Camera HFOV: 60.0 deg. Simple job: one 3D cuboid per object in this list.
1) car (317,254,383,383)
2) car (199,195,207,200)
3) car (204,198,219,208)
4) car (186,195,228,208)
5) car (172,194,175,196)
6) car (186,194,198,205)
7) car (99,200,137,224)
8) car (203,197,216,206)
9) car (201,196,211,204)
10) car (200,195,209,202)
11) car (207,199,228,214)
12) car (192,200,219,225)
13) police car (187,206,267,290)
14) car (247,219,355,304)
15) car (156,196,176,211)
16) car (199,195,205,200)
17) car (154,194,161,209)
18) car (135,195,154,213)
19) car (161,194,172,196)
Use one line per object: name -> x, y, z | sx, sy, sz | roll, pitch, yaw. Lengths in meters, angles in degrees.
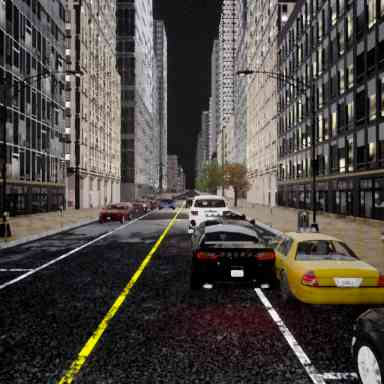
car -> 2.697, 1.551, 2.222 | 2.008, 1.369, 4.403 | 0, 0, 0
car -> 2.773, 1.410, 87.346 | 1.887, 1.381, 4.507 | 1, 0, 0
car -> 2.737, 1.542, 47.622 | 1.802, 1.307, 4.206 | 1, 0, 0
car -> 0.916, 1.218, 19.166 | 2.150, 2.045, 5.566 | 0, 0, 0
car -> -5.617, 1.338, 76.021 | 1.967, 1.590, 4.097 | 1, 0, 0
car -> 0.051, 1.289, 59.590 | 2.097, 1.767, 4.553 | 0, 0, 0
car -> -5.663, 1.533, 24.940 | 1.887, 1.381, 4.507 | 0, 0, 0
car -> 2.743, 1.532, 53.297 | 1.802, 1.307, 4.206 | 1, 0, 0
car -> 2.753, 1.451, 64.817 | 1.752, 1.417, 4.829 | 1, 0, 0
car -> 2.763, 1.463, 75.996 | 1.947, 1.339, 4.313 | 1, 0, 0
car -> 2.727, 1.542, 36.273 | 1.947, 1.339, 4.313 | 0, 0, 0
car -> 0.921, 1.466, 25.136 | 1.882, 1.535, 5.008 | 0, 0, 0
police car -> 0.907, 1.424, 9.246 | 1.930, 1.638, 5.238 | 0, 0, 0
car -> 2.702, 1.524, 8.069 | 1.752, 1.417, 4.829 | 0, 0, 0
car -> -2.966, 1.496, 40.446 | 1.812, 1.442, 4.674 | 0, 0, 0
car -> 2.778, 1.430, 93.019 | 1.802, 1.307, 4.206 | 1, 0, 0
car -> -5.646, 1.284, 41.968 | 2.192, 1.841, 5.009 | 0, 0, 0
car -> -5.652, 1.416, 36.293 | 1.967, 1.590, 4.097 | 0, 0, 0
car -> -5.626, 1.241, 64.670 | 2.192, 1.841, 5.009 | 1, 0, 0
